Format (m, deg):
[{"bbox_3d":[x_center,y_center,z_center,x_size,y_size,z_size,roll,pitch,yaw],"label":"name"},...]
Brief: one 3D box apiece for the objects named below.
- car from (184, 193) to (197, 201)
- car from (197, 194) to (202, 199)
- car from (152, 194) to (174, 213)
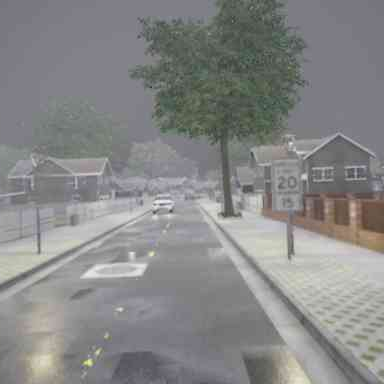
[{"bbox_3d":[-0.615,1.188,84.379,2.150,2.045,5.566,-2,0,6],"label":"car"},{"bbox_3d":[1.289,1.364,94.725,2.033,1.411,5.357,-2,0,17],"label":"car"},{"bbox_3d":[-3.277,1.313,38.540,2.150,2.045,5.566,-2,0,-1],"label":"car"}]
